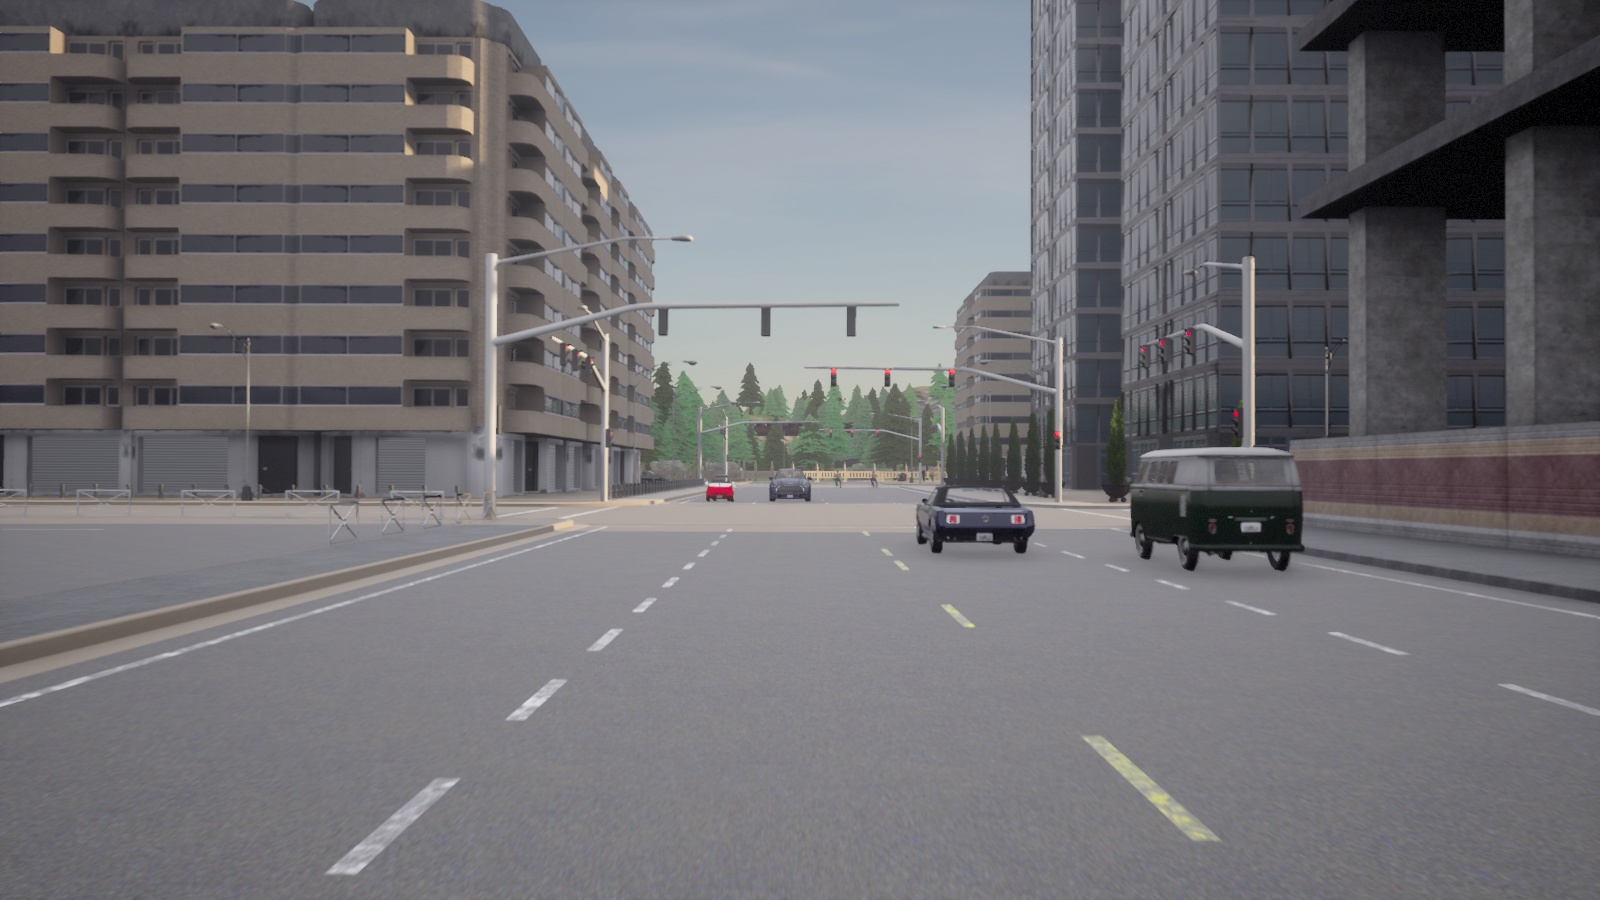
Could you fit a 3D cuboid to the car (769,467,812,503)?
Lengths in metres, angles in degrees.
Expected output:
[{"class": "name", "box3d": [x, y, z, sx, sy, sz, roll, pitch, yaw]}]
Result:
[{"class": "car", "box3d": [-0.481, 1.754, 64.442, 2.097, 1.767, 4.553, 0, -1, 0]}]

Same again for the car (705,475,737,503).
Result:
[{"class": "car", "box3d": [-3.966, 1.942, 63.148, 1.481, 1.376, 2.207, 0, -1, -1]}]

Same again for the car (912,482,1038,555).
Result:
[{"class": "car", "box3d": [3.437, 1.329, 25.522, 1.895, 1.301, 4.718, 0, -1, 0]}]

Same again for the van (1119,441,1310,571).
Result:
[{"class": "van", "box3d": [6.946, 0.900, 21.548, 1.775, 1.987, 4.442, 0, -1, 0]}]
